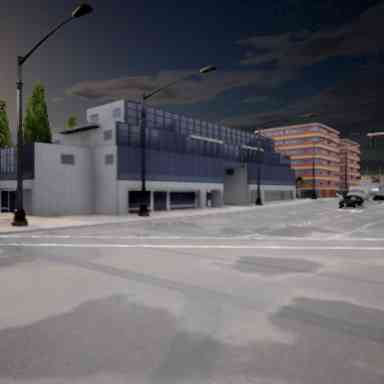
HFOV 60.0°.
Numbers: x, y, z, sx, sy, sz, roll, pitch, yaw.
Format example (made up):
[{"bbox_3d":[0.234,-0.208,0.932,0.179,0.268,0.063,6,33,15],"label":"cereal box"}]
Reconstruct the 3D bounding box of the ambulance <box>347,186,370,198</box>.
[{"bbox_3d":[26.975,0.212,53.903,2.351,2.431,6.366,0,1,40],"label":"ambulance"}]

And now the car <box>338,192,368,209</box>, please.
[{"bbox_3d":[18.332,1.128,38.245,1.837,1.490,4.892,0,2,40],"label":"car"}]

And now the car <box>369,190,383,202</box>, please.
[{"bbox_3d":[29.656,0.733,51.755,2.033,1.411,5.357,0,1,40],"label":"car"}]
